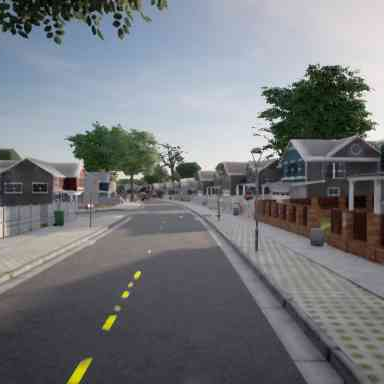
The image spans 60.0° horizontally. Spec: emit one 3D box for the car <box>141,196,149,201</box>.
[{"bbox_3d":[-12.842,1.707,90.944,1.882,1.535,5.008,0,0,-12],"label":"car"}]
